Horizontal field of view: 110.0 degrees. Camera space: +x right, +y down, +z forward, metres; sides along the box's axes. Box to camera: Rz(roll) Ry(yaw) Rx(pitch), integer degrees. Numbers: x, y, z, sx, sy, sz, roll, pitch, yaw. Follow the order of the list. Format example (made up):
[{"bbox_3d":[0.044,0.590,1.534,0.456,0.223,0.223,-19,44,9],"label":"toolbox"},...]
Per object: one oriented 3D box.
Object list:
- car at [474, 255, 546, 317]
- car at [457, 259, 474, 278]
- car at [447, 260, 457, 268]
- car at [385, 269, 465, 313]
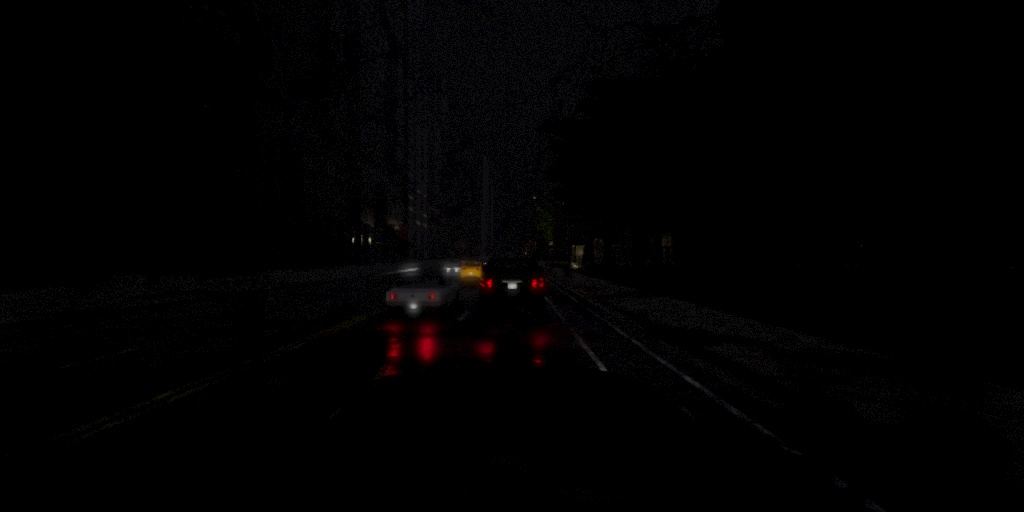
[{"bbox_3d":[0.036,0.986,13.447,2.150,2.045,5.566,0,0,0],"label":"car"},{"bbox_3d":[-3.188,1.218,30.728,1.882,1.535,5.008,0,1,1],"label":"car"},{"bbox_3d":[-9.768,1.283,60.548,1.895,1.301,4.718,0,0,1],"label":"car"},{"bbox_3d":[-3.208,1.363,13.966,1.895,1.301,4.718,0,0,1],"label":"car"}]
